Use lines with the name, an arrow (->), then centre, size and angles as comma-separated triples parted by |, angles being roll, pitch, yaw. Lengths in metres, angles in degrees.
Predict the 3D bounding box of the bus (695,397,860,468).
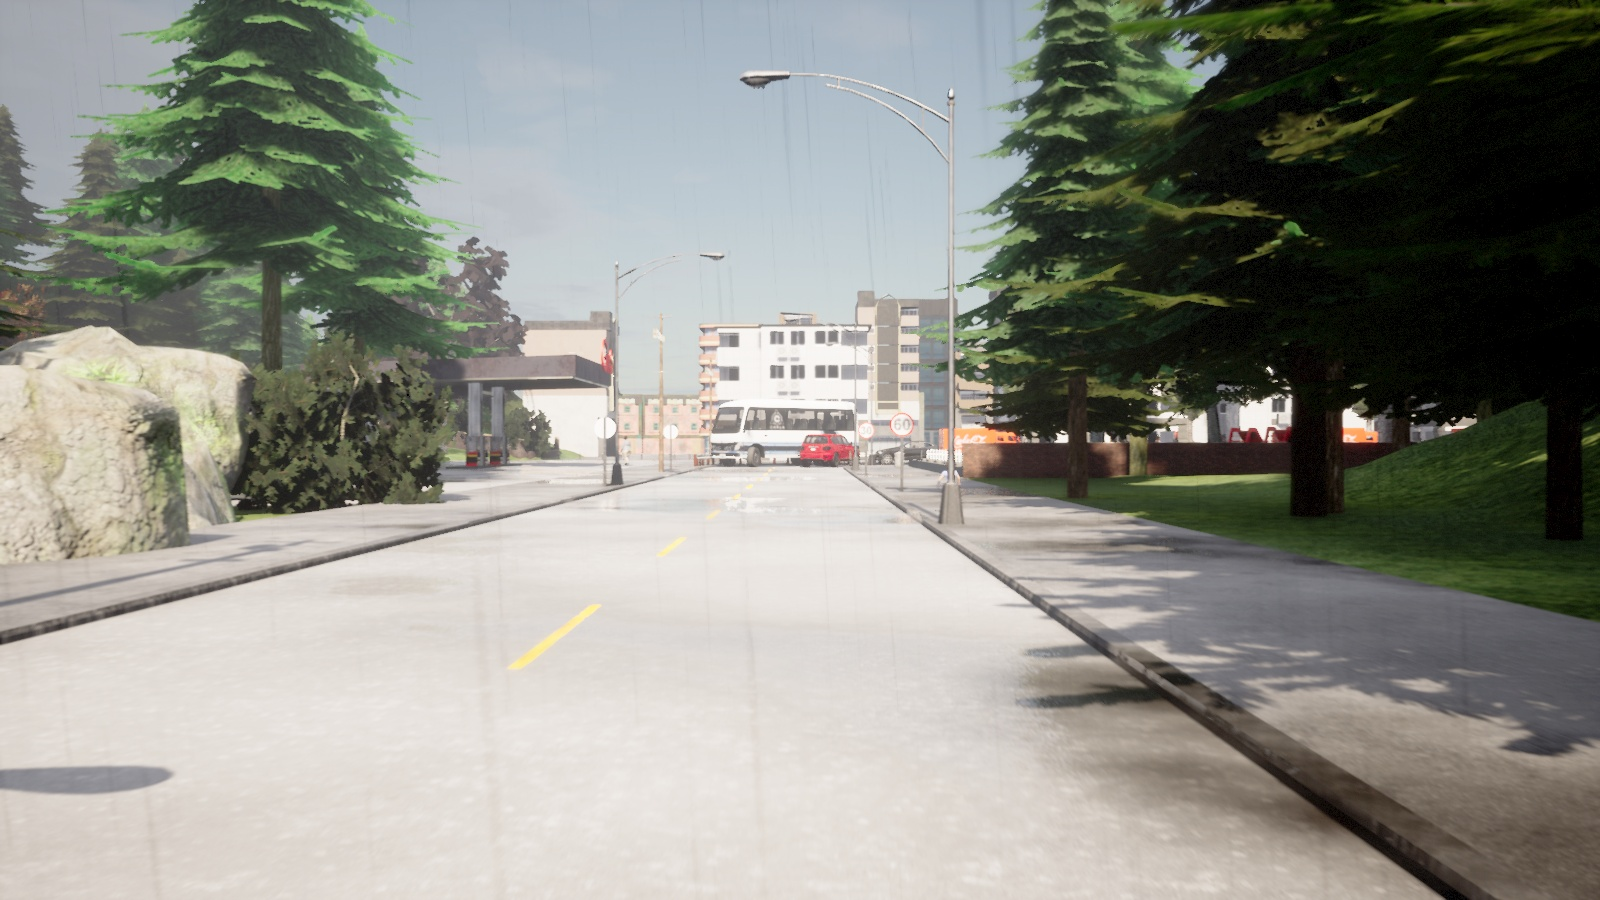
bus -> -1.327, -1.085, 80.005 | 10.273, 4.253, 3.944 | 0, 0, -39

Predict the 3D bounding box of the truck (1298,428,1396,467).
truck -> 35.464, -0.171, 81.498 | 5.204, 2.467, 2.627 | 0, 0, 0

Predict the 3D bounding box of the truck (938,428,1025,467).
truck -> 11.767, -0.186, 81.680 | 5.204, 2.467, 2.627 | 0, 0, -1

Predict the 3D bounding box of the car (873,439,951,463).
car -> 7.586, 0.050, 85.500 | 5.027, 1.651, 2.152 | 0, 0, -3

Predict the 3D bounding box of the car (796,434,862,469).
car -> 1.848, 0.038, 77.719 | 2.150, 2.045, 5.566 | 1, 1, 24

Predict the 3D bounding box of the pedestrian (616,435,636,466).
pedestrian -> -10.613, 0.025, 76.678 | 0.900, 1.855, 0.874 | 0, 0, 44
